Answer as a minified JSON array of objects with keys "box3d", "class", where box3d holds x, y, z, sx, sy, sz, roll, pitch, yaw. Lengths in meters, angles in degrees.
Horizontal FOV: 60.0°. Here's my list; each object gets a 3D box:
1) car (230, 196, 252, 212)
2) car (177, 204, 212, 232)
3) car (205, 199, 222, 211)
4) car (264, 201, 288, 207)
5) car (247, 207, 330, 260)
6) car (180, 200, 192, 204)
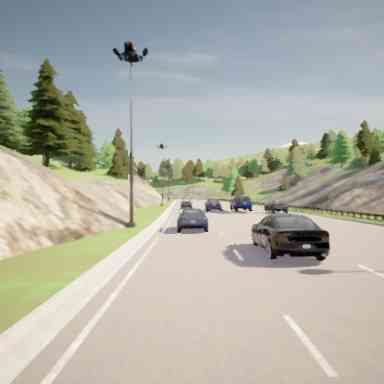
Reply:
[{"box3d":[6.467,1.565,44.076,2.150,2.045,5.566,0,0,-2],"class":"car"},{"box3d":[0.037,1.753,21.820,1.994,1.385,4.181,0,0,-1],"class":"car"},{"box3d":[2.873,1.733,46.070,2.097,1.767,4.553,0,-1,-2],"class":"car"},{"box3d":[10.105,1.779,40.218,2.128,1.511,4.902,0,0,-2],"class":"car"},{"box3d":[3.575,1.568,12.868,1.882,1.535,5.008,0,0,0],"class":"car"},{"box3d":[-0.927,1.965,53.969,2.128,1.511,4.902,0,0,-2],"class":"car"}]
